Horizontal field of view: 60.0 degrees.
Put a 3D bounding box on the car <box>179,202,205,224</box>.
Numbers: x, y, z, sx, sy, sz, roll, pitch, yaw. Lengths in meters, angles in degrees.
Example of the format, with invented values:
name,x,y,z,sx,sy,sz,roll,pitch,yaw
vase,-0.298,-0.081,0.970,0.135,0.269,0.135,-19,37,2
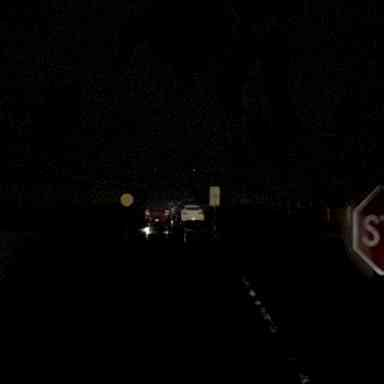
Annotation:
name,x,y,z,sx,sy,sz,roll,pitch,yaw
car,0.063,1.798,27.182,1.812,1.442,4.674,0,-1,-1

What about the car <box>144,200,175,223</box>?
name,x,y,z,sx,sy,sz,roll,pitch,yaw
car,-2.782,1.633,28.154,2.097,1.767,4.553,0,-1,-1

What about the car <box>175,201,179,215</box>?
name,x,y,z,sx,sy,sz,roll,pitch,yaw
car,-2.831,1.968,37.133,1.895,1.301,4.718,0,-1,0

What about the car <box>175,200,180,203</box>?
name,x,y,z,sx,sy,sz,roll,pitch,yaw
car,-2.812,2.058,46.724,1.895,1.301,4.718,0,-1,0

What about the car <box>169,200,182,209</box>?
name,x,y,z,sx,sy,sz,roll,pitch,yaw
car,-2.793,2.112,56.620,1.994,1.385,4.181,0,-1,1

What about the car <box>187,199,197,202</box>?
name,x,y,z,sx,sy,sz,roll,pitch,yaw
car,0.030,2.172,70.511,1.837,1.490,4.892,0,0,0
